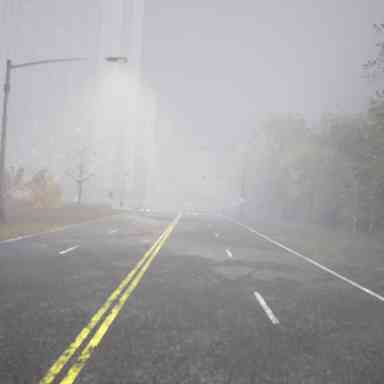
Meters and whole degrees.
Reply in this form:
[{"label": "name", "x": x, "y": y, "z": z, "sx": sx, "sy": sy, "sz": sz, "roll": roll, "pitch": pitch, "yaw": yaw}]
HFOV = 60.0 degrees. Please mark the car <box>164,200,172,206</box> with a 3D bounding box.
[{"label": "car", "x": -6.434, "y": 2.889, "z": 89.887, "sx": 2.097, "sy": 1.767, "sz": 4.553, "roll": 3, "pitch": -1, "yaw": 0}]
